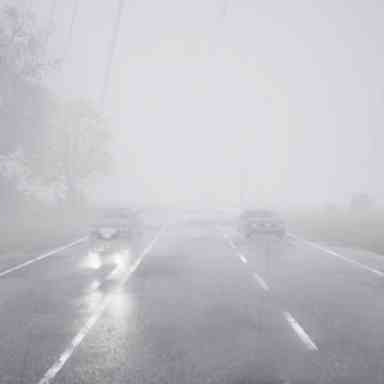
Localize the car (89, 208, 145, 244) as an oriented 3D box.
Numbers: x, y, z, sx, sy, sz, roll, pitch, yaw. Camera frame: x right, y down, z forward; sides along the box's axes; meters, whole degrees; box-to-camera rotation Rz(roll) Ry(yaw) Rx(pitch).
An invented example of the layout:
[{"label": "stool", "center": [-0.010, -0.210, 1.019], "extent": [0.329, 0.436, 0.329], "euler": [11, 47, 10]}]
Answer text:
[{"label": "car", "center": [-3.484, 1.536, 16.174], "extent": [2.128, 1.511, 4.902], "euler": [0, 0, 1]}]

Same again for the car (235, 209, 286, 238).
[{"label": "car", "center": [3.498, 1.590, 17.757], "extent": [2.033, 1.411, 5.357], "euler": [0, 0, 0]}]

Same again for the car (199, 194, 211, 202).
[{"label": "car", "center": [3.474, 1.549, 78.850], "extent": [2.097, 1.767, 4.553], "euler": [0, 0, 0]}]

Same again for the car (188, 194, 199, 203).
[{"label": "car", "center": [-0.024, 1.710, 75.336], "extent": [1.812, 1.442, 4.674], "euler": [0, 0, 0]}]
